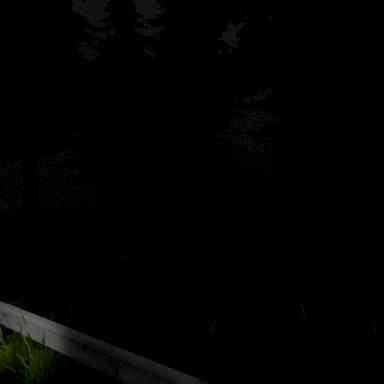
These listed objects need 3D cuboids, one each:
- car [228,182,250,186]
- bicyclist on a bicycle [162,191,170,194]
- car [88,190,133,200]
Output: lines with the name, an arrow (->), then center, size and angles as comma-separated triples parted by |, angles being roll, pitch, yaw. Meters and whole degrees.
car -> 4.961, -0.332, 37.762 | 5.008, 1.535, 1.882 | -5, 0, -5
bicyclist on a bicycle -> -2.234, 0.269, 28.847 | 0.582, 1.620, 1.656 | 1, 4, -28
car -> -8.153, 0.592, 32.981 | 4.553, 1.767, 2.097 | -5, 3, -29
